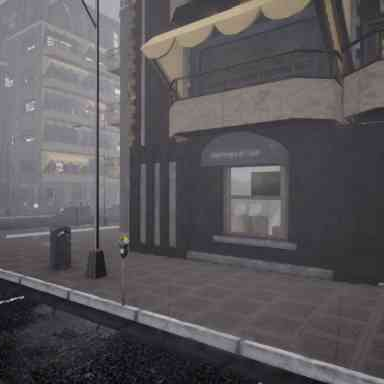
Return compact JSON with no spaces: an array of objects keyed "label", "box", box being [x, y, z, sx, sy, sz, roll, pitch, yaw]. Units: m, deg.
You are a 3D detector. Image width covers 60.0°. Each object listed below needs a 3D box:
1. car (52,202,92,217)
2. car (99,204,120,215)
[{"label":"car","box":[-12.690,1.821,35.246,1.967,1.590,4.097,-1,-1,35]},{"label":"car","box":[-9.407,2.063,39.871,1.802,1.307,4.206,-1,-1,35]}]
